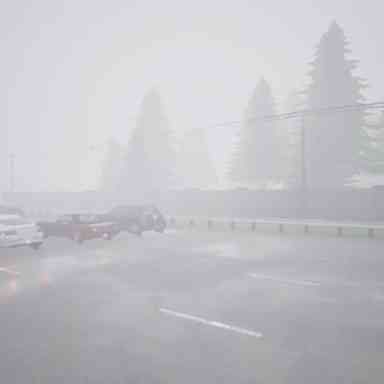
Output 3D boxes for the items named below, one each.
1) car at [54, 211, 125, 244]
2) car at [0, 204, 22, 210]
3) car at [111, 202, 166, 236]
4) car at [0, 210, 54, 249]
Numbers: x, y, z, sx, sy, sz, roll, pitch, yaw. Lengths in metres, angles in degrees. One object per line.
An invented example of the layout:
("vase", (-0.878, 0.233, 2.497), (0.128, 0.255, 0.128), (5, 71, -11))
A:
("car", (-5.799, 1.732, 16.602), (4.718, 1.301, 1.895), (-1, 0, 36))
("car", (-16.141, 1.779, 28.276), (4.892, 1.490, 1.837), (0, 0, 36))
("car", (-3.749, 1.481, 19.439), (4.553, 1.767, 2.097), (-1, -1, 36))
("car", (-8.055, 1.660, 13.915), (4.674, 1.442, 1.812), (0, 0, 36))
